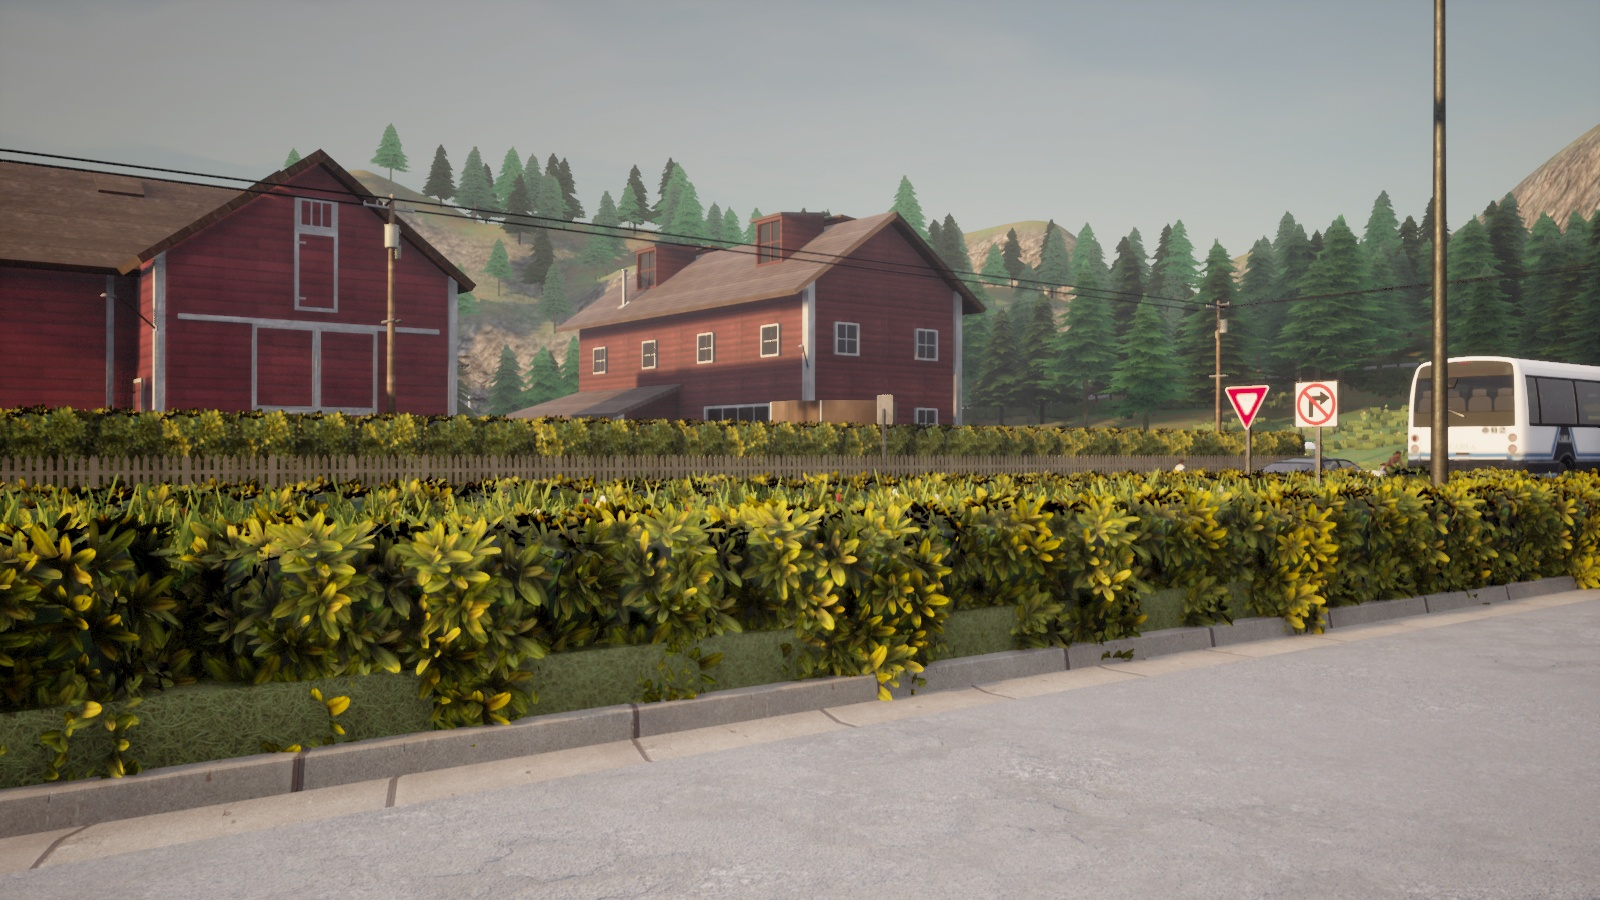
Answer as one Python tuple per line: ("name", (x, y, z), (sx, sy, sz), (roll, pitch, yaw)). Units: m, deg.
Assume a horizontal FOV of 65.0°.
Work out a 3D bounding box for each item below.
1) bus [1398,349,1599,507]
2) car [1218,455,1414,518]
("bus", (22.896, -0.598, 38.578), (10.273, 4.253, 3.944), (0, 0, -38))
("car", (12.788, 0.832, 30.950), (5.357, 1.411, 2.033), (0, 0, -37))
